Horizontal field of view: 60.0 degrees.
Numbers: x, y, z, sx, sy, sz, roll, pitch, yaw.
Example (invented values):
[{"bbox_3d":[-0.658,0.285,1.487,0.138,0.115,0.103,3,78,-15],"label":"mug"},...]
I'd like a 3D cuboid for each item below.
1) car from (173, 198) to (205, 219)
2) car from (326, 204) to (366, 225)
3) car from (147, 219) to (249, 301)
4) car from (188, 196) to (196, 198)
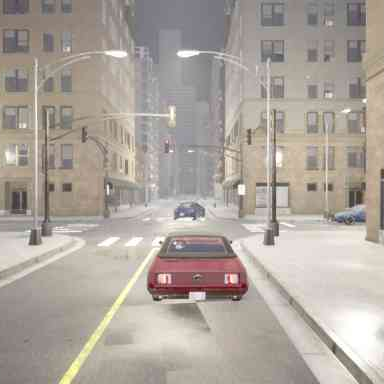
[{"bbox_3d":[-0.199,1.524,27.455,1.812,1.442,4.674,1,0,14],"label":"car"},{"bbox_3d":[12.198,1.512,22.852,5.357,1.411,2.033,0,0,3],"label":"car"},{"bbox_3d":[0.093,1.601,8.261,1.895,1.301,4.718,0,0,0],"label":"car"},{"bbox_3d":[0.098,1.567,75.174,1.895,1.301,4.718,0,0,0],"label":"car"}]
